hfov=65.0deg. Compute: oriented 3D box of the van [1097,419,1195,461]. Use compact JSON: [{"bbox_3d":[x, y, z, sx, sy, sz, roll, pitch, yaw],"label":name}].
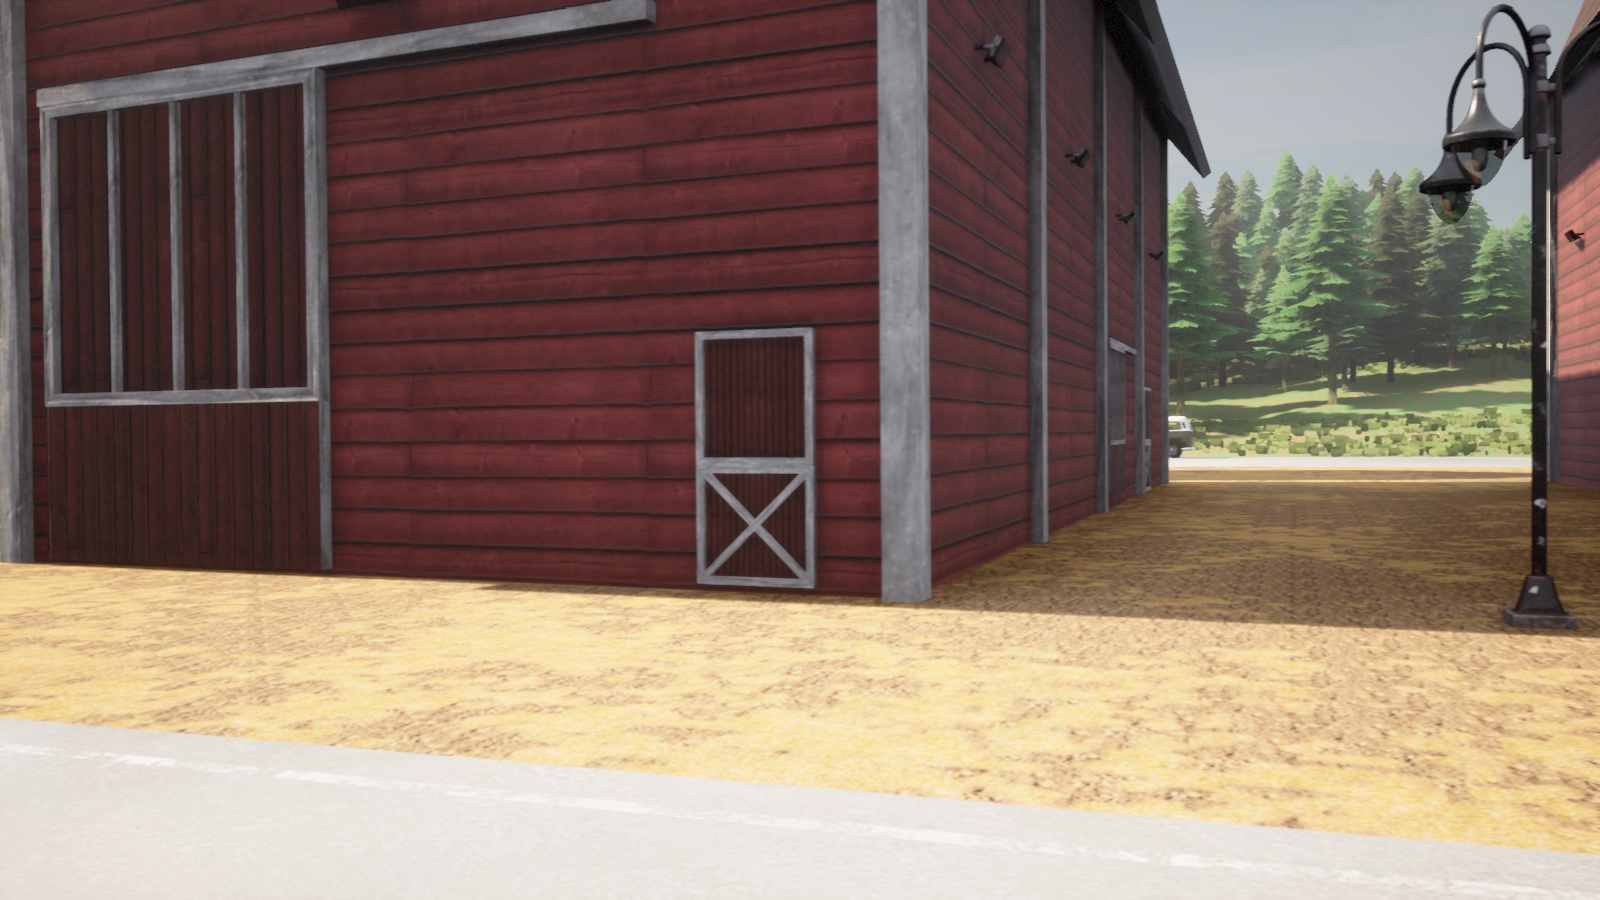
[{"bbox_3d":[17.078,-0.497,61.966,4.480,2.038,2.069,0,1,22],"label":"van"}]
